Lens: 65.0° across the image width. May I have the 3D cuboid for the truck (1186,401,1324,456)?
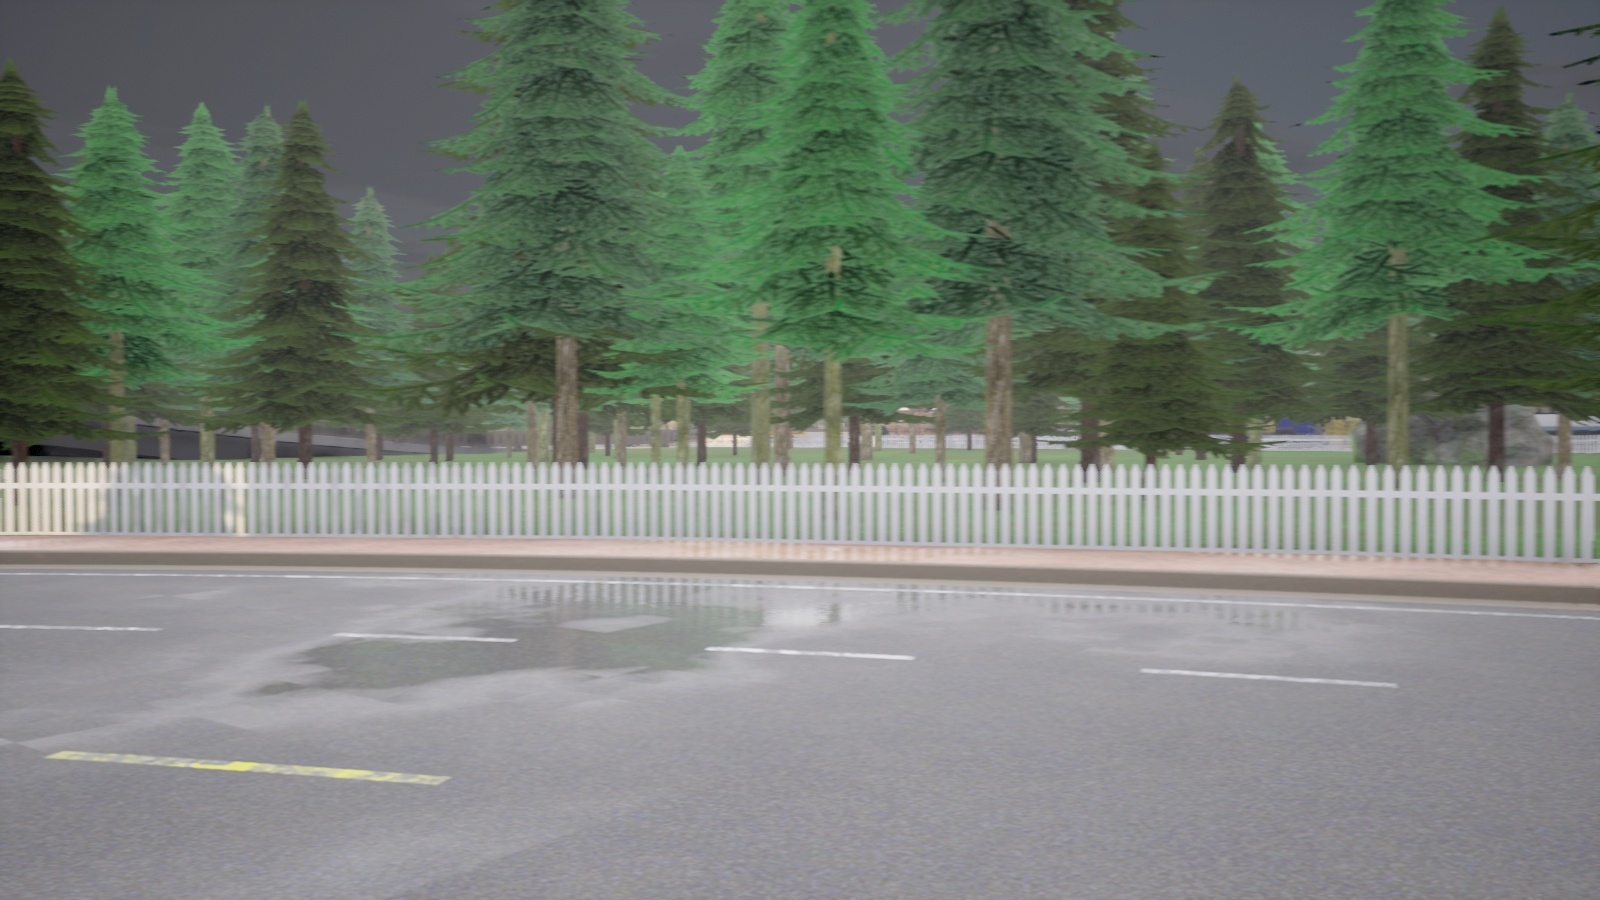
[{"bbox_3d":[29.565,-1.410,81.850,7.936,3.462,2.891,1,1,38],"label":"truck"}]

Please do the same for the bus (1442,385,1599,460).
[{"bbox_3d":[44.393,-1.634,74.850,10.273,4.253,3.944,1,1,37],"label":"bus"}]
